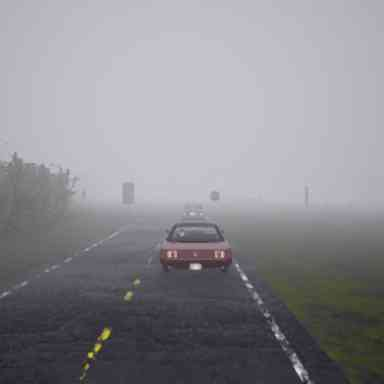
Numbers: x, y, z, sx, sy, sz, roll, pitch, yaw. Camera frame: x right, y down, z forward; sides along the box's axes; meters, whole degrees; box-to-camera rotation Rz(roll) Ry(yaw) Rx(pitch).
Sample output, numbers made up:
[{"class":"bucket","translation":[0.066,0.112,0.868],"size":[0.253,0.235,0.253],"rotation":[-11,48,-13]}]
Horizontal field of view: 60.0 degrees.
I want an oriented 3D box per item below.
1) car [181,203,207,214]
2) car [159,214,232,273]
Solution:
[{"class":"car","translation":[0.129,1.569,25.443],"size":[2.033,1.411,5.357],"rotation":[0,0,1]},{"class":"car","translation":[0.099,1.611,10.654],"size":[1.895,1.301,4.718],"rotation":[0,0,0]}]
